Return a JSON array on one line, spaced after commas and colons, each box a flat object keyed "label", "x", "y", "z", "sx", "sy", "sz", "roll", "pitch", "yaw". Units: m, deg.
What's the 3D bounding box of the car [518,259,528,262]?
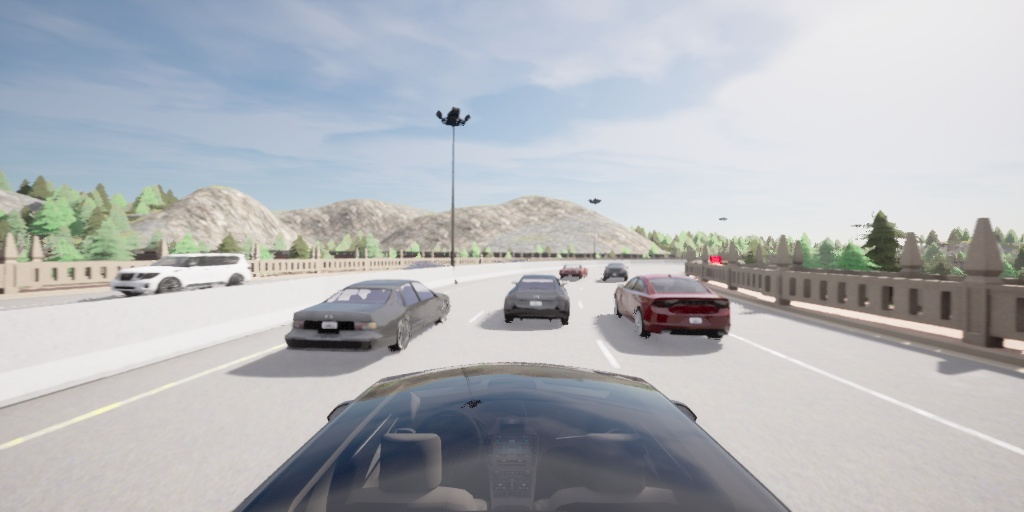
[{"label": "car", "x": 0.914, "y": 1.213, "z": 61.231, "sx": 2.033, "sy": 1.411, "sz": 5.357, "roll": 0, "pitch": 0, "yaw": 34}]

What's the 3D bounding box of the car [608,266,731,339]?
[{"label": "car", "x": 4.187, "y": 1.233, "z": 10.171, "sx": 1.882, "sy": 1.535, "sz": 5.008, "roll": 0, "pitch": 0, "yaw": 5}]

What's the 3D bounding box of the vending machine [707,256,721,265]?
[{"label": "vending machine", "x": 16.886, "y": 0.977, "z": 29.954, "sx": 1.100, "sy": 2.100, "sz": 0.880, "roll": 0, "pitch": 0, "yaw": 22}]

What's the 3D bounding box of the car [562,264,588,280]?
[{"label": "car", "x": 5.492, "y": 1.324, "z": 31.430, "sx": 1.895, "sy": 1.301, "sz": 4.718, "roll": 0, "pitch": 0, "yaw": 20}]

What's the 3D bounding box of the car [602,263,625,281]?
[{"label": "car", "x": 8.677, "y": 1.267, "z": 29.841, "sx": 1.812, "sy": 1.442, "sz": 4.674, "roll": 0, "pitch": 0, "yaw": 19}]

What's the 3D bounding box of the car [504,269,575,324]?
[{"label": "car", "x": 0.913, "y": 1.300, "z": 12.050, "sx": 1.994, "sy": 1.385, "sz": 4.181, "roll": 0, "pitch": 0, "yaw": 7}]

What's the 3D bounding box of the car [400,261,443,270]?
[{"label": "car", "x": -8.480, "y": 1.196, "z": 34.295, "sx": 2.033, "sy": 1.411, "sz": 5.357, "roll": 0, "pitch": 0, "yaw": 19}]

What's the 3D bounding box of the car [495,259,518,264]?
[{"label": "car", "x": -1.452, "y": 1.269, "z": 42.616, "sx": 1.895, "sy": 1.301, "sz": 4.718, "roll": 0, "pitch": 0, "yaw": 24}]

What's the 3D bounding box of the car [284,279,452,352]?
[{"label": "car", "x": -3.010, "y": 1.270, "z": 8.846, "sx": 2.033, "sy": 1.411, "sz": 5.357, "roll": 0, "pitch": 0, "yaw": 5}]

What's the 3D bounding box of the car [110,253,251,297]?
[{"label": "car", "x": -16.122, "y": 0.862, "z": 18.010, "sx": 2.150, "sy": 2.045, "sz": 5.566, "roll": 0, "pitch": 0, "yaw": 9}]
